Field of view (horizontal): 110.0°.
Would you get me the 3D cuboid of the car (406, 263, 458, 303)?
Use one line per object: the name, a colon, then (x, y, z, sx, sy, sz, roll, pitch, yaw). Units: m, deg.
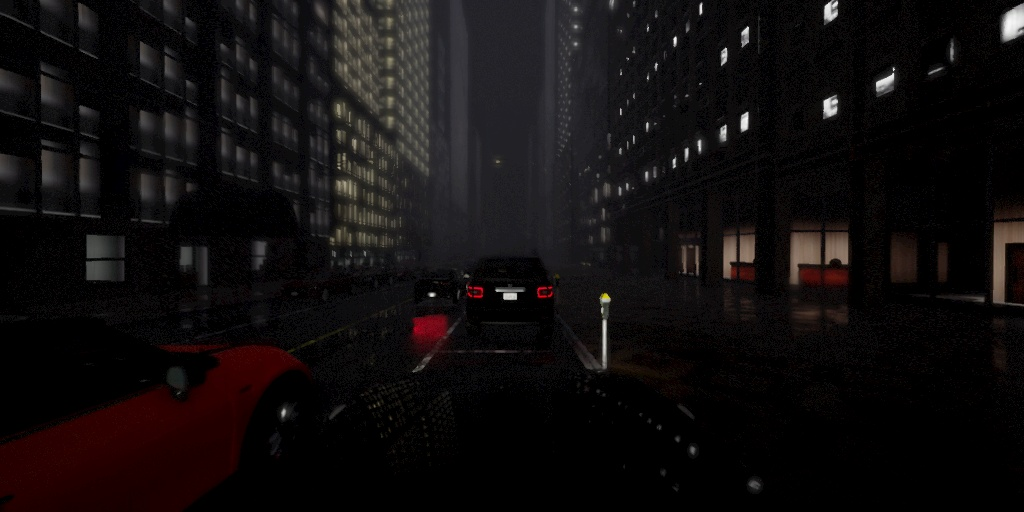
car: (-3.141, 1.256, 16.533, 1.837, 1.490, 4.892, 0, 0, 0)

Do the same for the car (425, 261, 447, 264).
car: (-8.837, 1.293, 39.574, 2.007, 1.370, 4.403, 0, 0, 0)

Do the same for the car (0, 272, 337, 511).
car: (-3.146, 1.101, 1.953, 2.097, 1.767, 4.553, 0, 0, 0)

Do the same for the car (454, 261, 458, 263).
car: (-6.147, 1.288, 48.980, 2.033, 1.411, 5.357, 0, 0, 0)

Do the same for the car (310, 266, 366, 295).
car: (-8.837, 1.292, 16.839, 1.888, 1.381, 4.507, 0, 0, 0)

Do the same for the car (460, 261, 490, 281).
car: (-3.141, 1.237, 31.532, 2.128, 1.511, 4.902, 0, 0, 0)

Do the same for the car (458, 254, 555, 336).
car: (-0.039, 0.976, 10.531, 2.150, 2.045, 5.566, 0, 0, 0)

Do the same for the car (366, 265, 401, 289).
car: (-8.838, 1.296, 22.523, 2.007, 1.370, 4.403, 0, 0, 0)

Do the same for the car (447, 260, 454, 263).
car: (-8.837, 1.291, 50.940, 2.007, 1.370, 4.403, 0, 0, 0)

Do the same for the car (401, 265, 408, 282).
car: (-8.837, 1.327, 28.206, 1.802, 1.307, 4.207, 0, 0, 0)
